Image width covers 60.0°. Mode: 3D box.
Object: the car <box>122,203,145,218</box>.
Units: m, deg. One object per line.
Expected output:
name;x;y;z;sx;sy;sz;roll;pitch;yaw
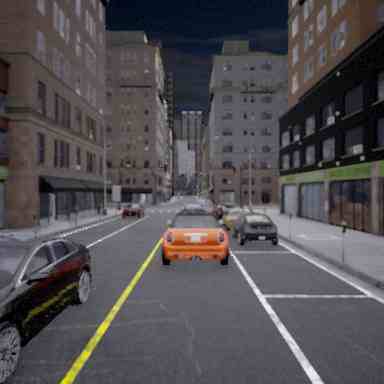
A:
car;-5.647;1.765;32.619;1.887;1.381;4.507;-1;0;0

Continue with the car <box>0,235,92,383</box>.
car;-3.096;1.530;5.422;2.128;1.511;4.902;0;0;0

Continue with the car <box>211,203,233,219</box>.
car;2.899;1.804;32.612;1.802;1.307;4.206;-1;0;0

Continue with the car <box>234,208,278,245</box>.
car;2.879;1.662;15.855;2.008;1.369;4.403;-1;0;0

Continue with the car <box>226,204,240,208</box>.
car;2.885;1.675;21.610;1.752;1.417;4.829;-1;0;0

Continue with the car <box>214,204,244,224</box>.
car;2.892;1.751;27.026;1.947;1.339;4.313;-1;0;0

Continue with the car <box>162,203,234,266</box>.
car;0.110;1.437;12.075;2.097;1.767;4.553;0;0;0

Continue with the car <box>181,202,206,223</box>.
car;0.124;1.670;28.134;1.882;1.535;5.008;0;0;0
